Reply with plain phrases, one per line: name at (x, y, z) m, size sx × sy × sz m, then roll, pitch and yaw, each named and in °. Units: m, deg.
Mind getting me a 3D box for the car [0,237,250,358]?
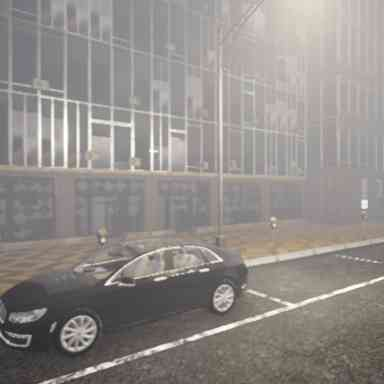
car at (-0.910, 1.548, 5.913) m, size 4.403 × 1.369 × 2.008 m, roll 0°, pitch 0°, yaw -36°
